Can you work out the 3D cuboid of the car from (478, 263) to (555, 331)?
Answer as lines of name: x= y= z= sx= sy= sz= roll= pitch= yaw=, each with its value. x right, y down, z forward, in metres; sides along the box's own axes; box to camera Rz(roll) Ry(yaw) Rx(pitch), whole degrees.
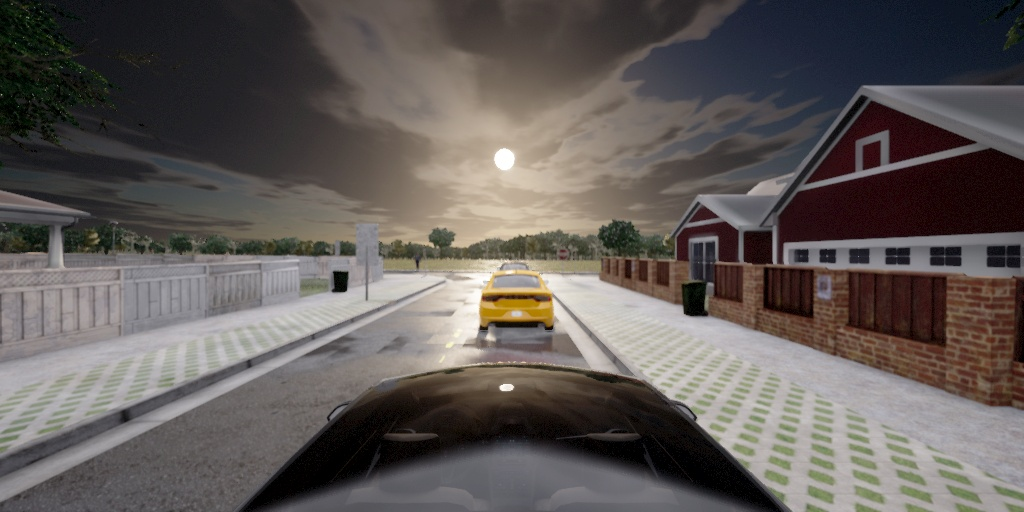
car: x=0.116 y=1.146 z=10.666 sx=1.882 sy=1.535 sz=5.008 roll=0 pitch=1 yaw=0

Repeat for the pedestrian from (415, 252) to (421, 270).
pedestrian: x=-9.608 y=0.505 z=36.471 sx=0.375 sy=1.860 sz=0.375 roll=0 pitch=-1 yaw=0

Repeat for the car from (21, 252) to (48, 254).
car: x=-44.540 y=0.391 z=33.384 sx=5.008 sy=1.535 sz=1.882 roll=1 pitch=0 yaw=1
